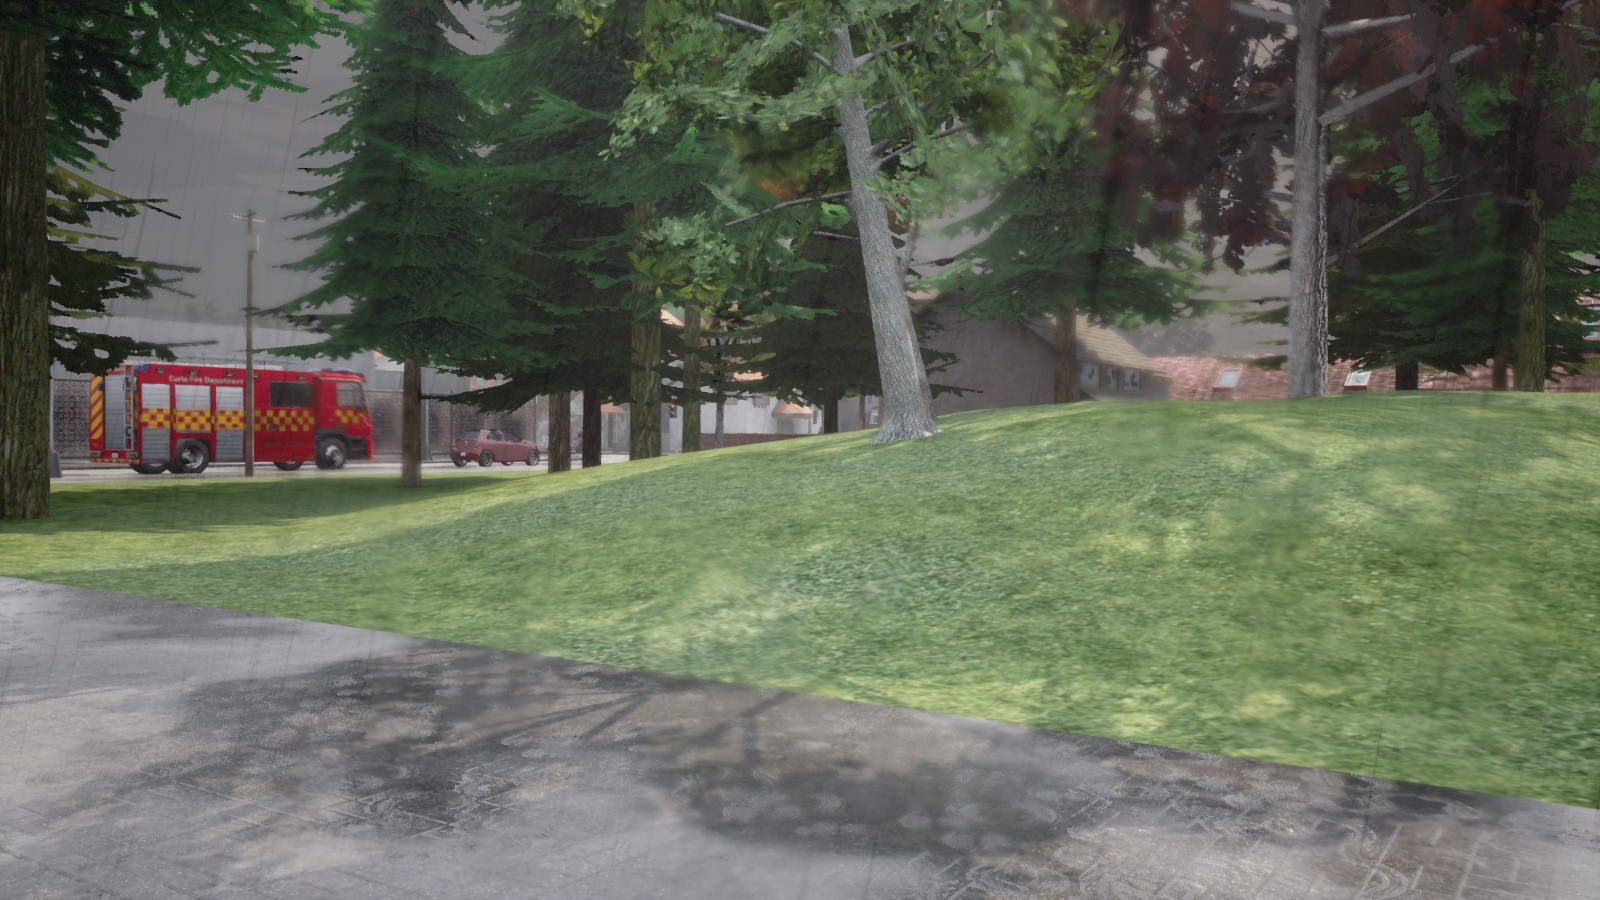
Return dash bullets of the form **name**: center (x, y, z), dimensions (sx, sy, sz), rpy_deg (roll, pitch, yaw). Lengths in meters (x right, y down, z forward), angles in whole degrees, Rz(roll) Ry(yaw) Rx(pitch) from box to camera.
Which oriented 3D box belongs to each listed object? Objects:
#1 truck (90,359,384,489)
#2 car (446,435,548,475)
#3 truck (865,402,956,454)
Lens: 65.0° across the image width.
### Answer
- **truck**: center (-18.100, -0.831, 41.094), dimensions (2.891, 3.827, 8.468), rpy_deg (0, 1, 34)
- **car**: center (-12.067, 0.169, 50.173), dimensions (1.845, 1.501, 3.633), rpy_deg (0, 1, 33)
- **truck**: center (7.773, -1.513, 87.329), dimensions (2.891, 3.462, 7.936), rpy_deg (0, 1, 33)
